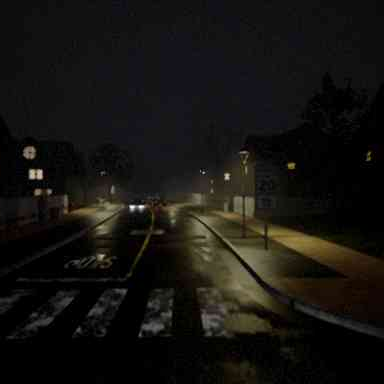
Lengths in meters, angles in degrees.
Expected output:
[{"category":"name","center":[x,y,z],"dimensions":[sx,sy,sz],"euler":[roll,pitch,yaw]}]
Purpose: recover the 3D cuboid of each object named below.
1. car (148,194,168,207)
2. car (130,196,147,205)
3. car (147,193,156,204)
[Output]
[{"category":"car","center":[-4.401,1.257,44.298],"dimensions":[1.895,1.301,4.718],"euler":[0,0,-11]},{"category":"car","center":[-7.905,1.199,47.872],"dimensions":[1.994,1.385,4.181],"euler":[0,0,-11]},{"category":"car","center":[-6.454,0.983,54.119],"dimensions":[2.097,1.767,4.553],"euler":[0,0,-13]}]
